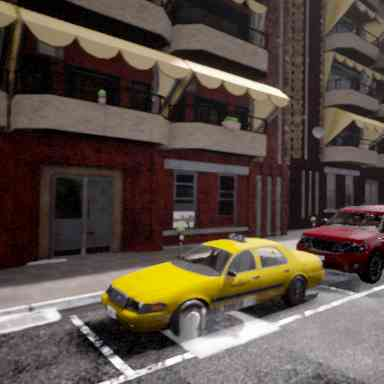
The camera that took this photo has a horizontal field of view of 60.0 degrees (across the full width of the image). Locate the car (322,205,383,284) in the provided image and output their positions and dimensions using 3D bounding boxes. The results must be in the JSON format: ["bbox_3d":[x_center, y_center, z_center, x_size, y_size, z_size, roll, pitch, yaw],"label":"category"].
[{"bbox_3d":[5.311,1.357,9.970,5.009,1.841,2.192,0,1,-36],"label":"car"}]

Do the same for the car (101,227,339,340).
[{"bbox_3d":[0.698,1.560,6.619,4.829,1.417,1.752,0,1,-36],"label":"car"}]
